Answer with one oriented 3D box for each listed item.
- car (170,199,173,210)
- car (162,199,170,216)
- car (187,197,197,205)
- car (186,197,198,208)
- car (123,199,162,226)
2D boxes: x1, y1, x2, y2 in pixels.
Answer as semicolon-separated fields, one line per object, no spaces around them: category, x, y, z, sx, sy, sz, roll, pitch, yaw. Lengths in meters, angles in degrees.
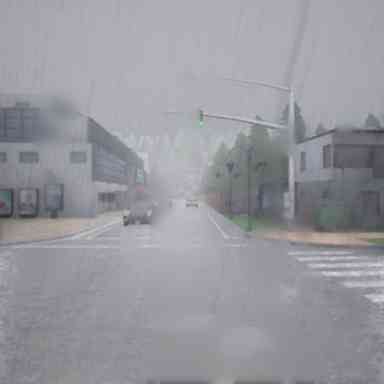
car;-3.558;1.660;44.768;2.128;1.511;4.902;0;0;0
car;-3.593;1.656;34.434;1.812;1.442;4.674;0;0;0
car;0.002;1.717;63.682;1.882;1.535;5.008;0;0;0
car;0.004;1.803;53.646;1.895;1.301;4.718;0;0;0
car;-3.598;1.444;24.200;2.097;1.767;4.553;0;0;0
